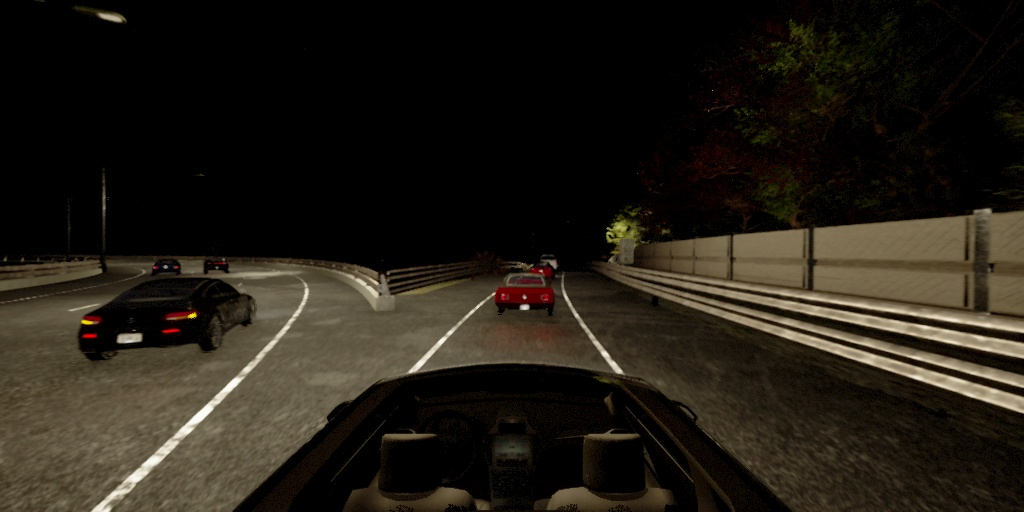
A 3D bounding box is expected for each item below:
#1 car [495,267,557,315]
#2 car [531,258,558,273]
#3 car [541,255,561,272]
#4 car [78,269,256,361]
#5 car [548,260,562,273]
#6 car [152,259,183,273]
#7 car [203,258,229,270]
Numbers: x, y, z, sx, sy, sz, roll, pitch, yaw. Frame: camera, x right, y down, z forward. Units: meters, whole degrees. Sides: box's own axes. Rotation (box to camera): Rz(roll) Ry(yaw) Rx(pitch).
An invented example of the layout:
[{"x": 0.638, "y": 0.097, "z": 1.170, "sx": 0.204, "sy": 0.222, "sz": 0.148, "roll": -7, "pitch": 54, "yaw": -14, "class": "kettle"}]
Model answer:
[{"x": 0.531, "y": 1.272, "z": 13.163, "sx": 1.895, "sy": 1.301, "sz": 4.718, "roll": 0, "pitch": 0, "yaw": 4, "class": "car"}, {"x": 2.490, "y": 1.137, "z": 29.335, "sx": 1.994, "sy": 1.385, "sz": 4.181, "roll": 0, "pitch": 0, "yaw": 8, "class": "car"}, {"x": 4.337, "y": 0.942, "z": 42.618, "sx": 2.150, "sy": 2.045, "sz": 5.566, "roll": 0, "pitch": -1, "yaw": 6, "class": "car"}, {"x": -7.391, "y": 1.207, "z": 8.169, "sx": 1.812, "sy": 1.442, "sz": 4.674, "roll": 0, "pitch": 0, "yaw": -24, "class": "car"}, {"x": 7.636, "y": 1.854, "z": 63.660, "sx": 2.150, "sy": 2.045, "sz": 5.566, "roll": 0, "pitch": -3, "yaw": 10, "class": "car"}, {"x": -30.967, "y": 0.993, "z": 32.234, "sx": 2.033, "sy": 1.411, "sz": 5.357, "roll": 0, "pitch": 1, "yaw": -41, "class": "car"}, {"x": -29.774, "y": 0.914, "z": 36.066, "sx": 2.128, "sy": 1.511, "sz": 4.902, "roll": 0, "pitch": 0, "yaw": -42, "class": "car"}]
